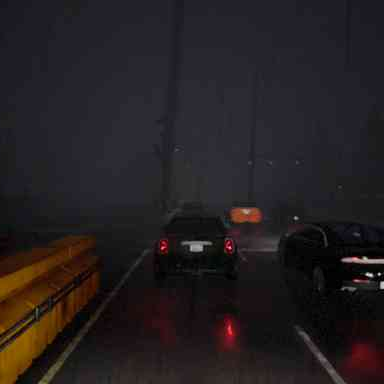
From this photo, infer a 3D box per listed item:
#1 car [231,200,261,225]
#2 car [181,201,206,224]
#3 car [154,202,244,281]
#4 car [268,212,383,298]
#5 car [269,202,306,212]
[{"bbox_3d":[3.605,1.369,24.169,2.097,1.767,4.553,0,0,0],"label":"car"},{"bbox_3d":[0.106,1.523,26.004,1.837,1.490,4.892,0,0,0],"label":"car"},{"bbox_3d":[0.103,1.359,10.037,2.097,1.767,4.553,0,0,0],"label":"car"},{"bbox_3d":[3.603,1.498,8.506,2.128,1.511,4.902,0,0,0],"label":"car"},{"bbox_3d":[7.106,1.523,25.139,1.837,1.490,4.892,0,0,0],"label":"car"}]
